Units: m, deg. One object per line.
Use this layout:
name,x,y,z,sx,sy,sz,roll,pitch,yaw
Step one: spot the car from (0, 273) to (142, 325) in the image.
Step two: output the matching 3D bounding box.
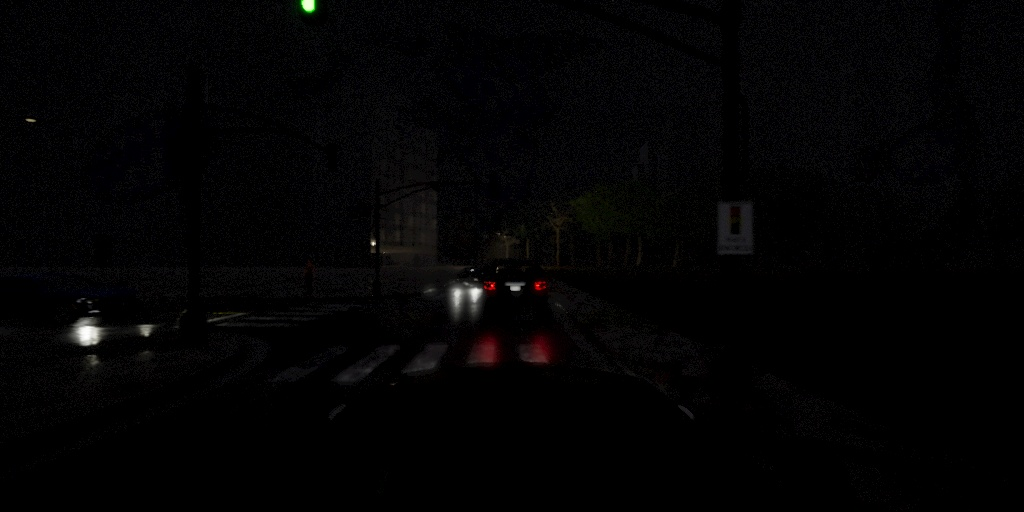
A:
car,-15.169,1.310,11.721,5.008,1.535,1.882,0,0,0

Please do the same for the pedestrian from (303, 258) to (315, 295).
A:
pedestrian,-10.087,1.007,17.828,0.375,1.860,0.375,0,0,1

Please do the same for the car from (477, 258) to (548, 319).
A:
car,0.097,1.103,13.656,2.150,2.045,5.566,0,0,0

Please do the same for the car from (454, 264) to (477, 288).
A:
car,-3.103,1.570,27.247,2.033,1.411,5.357,0,-1,0
